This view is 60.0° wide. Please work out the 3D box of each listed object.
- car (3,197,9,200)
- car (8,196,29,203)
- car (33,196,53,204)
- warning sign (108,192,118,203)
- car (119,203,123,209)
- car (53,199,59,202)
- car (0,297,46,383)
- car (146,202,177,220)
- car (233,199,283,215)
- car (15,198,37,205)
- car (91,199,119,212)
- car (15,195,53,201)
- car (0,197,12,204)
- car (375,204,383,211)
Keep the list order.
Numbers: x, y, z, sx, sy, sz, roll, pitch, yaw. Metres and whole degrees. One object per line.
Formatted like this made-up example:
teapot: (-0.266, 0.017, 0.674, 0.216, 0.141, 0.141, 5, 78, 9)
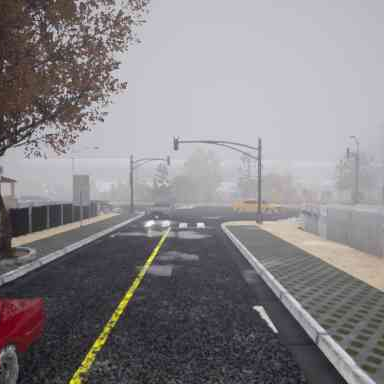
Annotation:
car: (-37.076, 1.718, 65.245, 4.902, 1.511, 2.128, -1, 2, 36)
car: (-38.968, 1.608, 74.651, 4.902, 1.511, 2.128, -1, 2, 36)
car: (-30.863, 1.656, 68.768, 4.181, 1.385, 1.994, -1, 2, 36)
warning sign: (-14.250, 0.993, 60.238, 1.060, 1.860, 1.300, 2, 1, 36)
car: (-11.991, 1.730, 46.907, 4.718, 1.301, 1.895, 0, 2, 36)
car: (-24.219, 1.725, 55.814, 4.902, 1.511, 2.128, 0, 2, 36)
car: (-2.849, 1.599, 2.124, 1.895, 1.301, 4.718, 0, 0, 0)
car: (-2.458, 1.536, 28.251, 2.033, 1.411, 5.357, 0, 0, 5)
car: (6.590, 1.444, 33.402, 5.008, 1.535, 1.882, -1, 2, 36)
car: (-33.054, 1.819, 66.347, 4.718, 1.301, 1.895, -1, 2, 36)
car: (-12.194, 1.727, 43.035, 4.892, 1.490, 1.837, 0, 2, 35)
car: (-24.812, 1.548, 52.204, 5.566, 2.045, 2.150, 1, 2, 36)
car: (-41.085, 1.855, 72.180, 4.181, 1.385, 1.994, -1, 2, 36)
car: (18.506, 1.289, 29.017, 4.674, 1.442, 1.812, 0, 2, 37)
